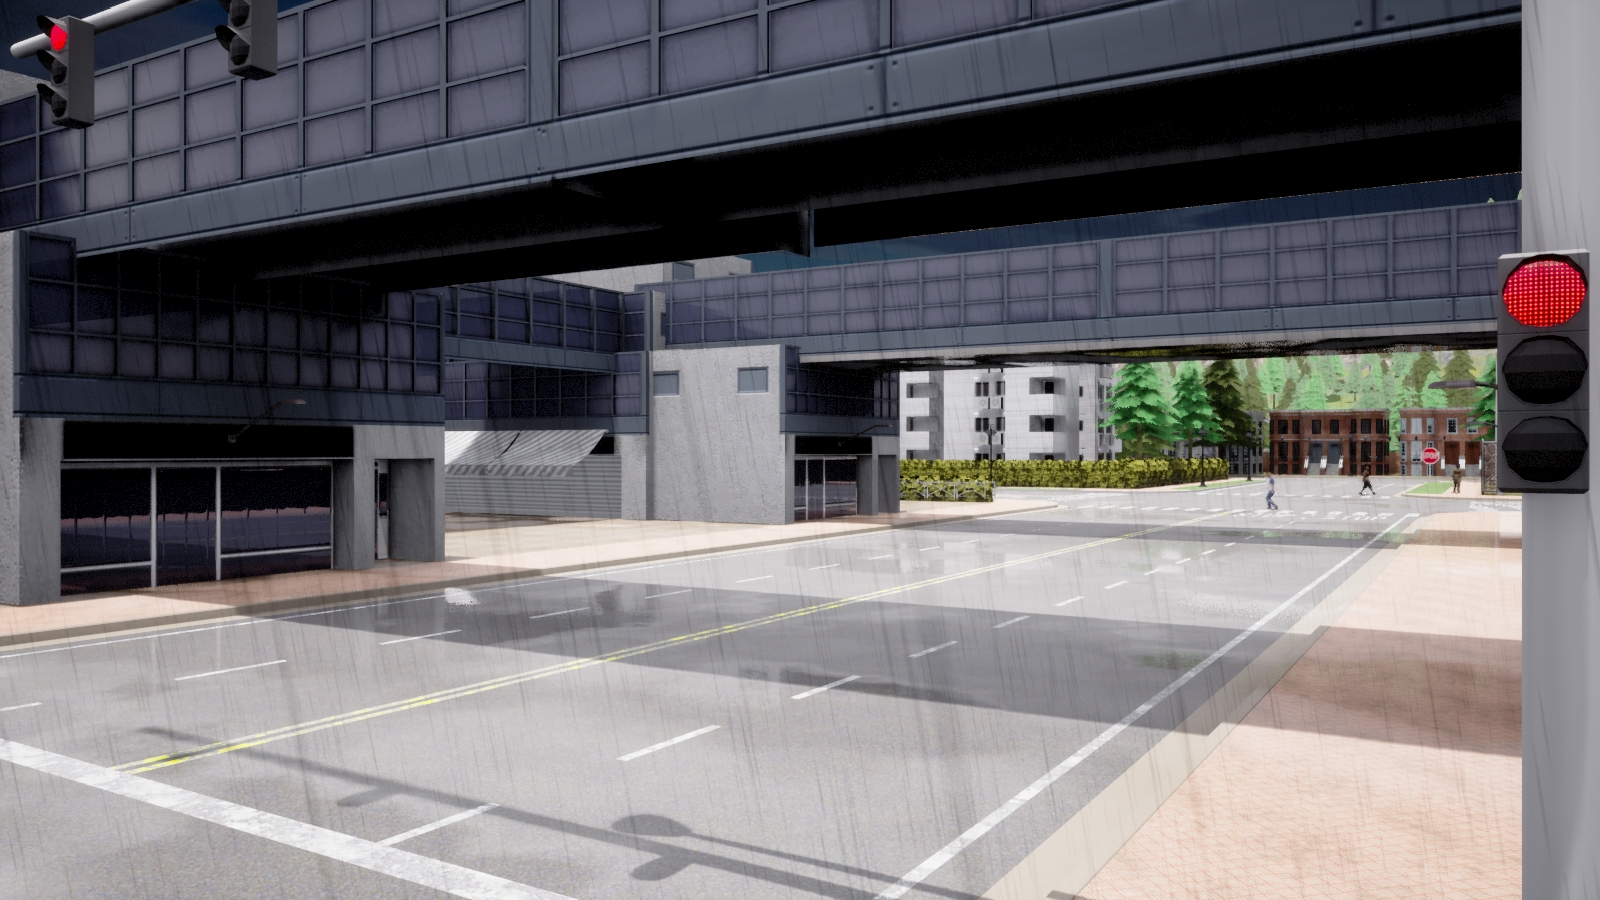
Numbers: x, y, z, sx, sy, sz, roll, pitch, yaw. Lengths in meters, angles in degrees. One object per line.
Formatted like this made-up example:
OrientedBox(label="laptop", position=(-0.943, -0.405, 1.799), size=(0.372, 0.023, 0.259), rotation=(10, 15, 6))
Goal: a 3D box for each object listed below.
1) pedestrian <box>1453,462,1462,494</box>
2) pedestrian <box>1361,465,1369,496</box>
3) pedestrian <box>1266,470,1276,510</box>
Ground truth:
OrientedBox(label="pedestrian", position=(39.537, 1.684, 68.723), size=(0.375, 1.860, 0.375), rotation=(0, 0, 12))
OrientedBox(label="pedestrian", position=(34.079, 1.837, 68.939), size=(0.375, 1.860, 0.375), rotation=(0, 0, 31))
OrientedBox(label="pedestrian", position=(21.879, 1.848, 53.104), size=(0.375, 1.860, 0.375), rotation=(0, 0, 31))
